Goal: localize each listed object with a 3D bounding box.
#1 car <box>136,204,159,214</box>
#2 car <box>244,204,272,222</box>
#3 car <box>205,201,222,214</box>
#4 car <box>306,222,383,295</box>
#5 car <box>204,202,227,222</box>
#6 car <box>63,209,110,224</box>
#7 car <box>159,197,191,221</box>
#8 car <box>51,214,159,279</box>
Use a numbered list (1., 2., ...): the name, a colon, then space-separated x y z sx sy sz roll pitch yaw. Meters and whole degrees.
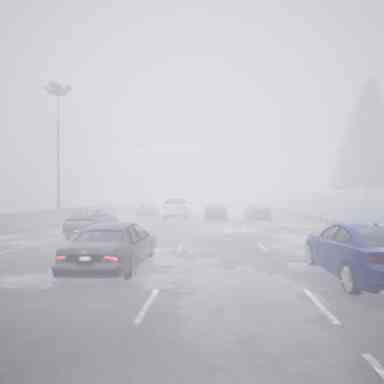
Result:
1. car: -4.647 1.921 35.151 1.994 1.385 4.181 -1 -1 3
2. car: 5.518 1.731 28.073 1.812 1.442 4.674 -1 -1 3
3. car: 2.683 1.917 41.760 1.994 1.385 4.181 -1 0 3
4. car: 4.483 1.519 8.795 1.882 1.535 5.008 0 -1 4
5. car: 2.061 1.723 29.111 1.882 1.535 5.008 -1 0 3
6. car: -5.473 1.707 18.572 2.128 1.511 4.902 -1 -1 3
7. car: -1.364 1.509 30.728 2.150 2.045 5.566 -1 -1 3
8. car: -2.408 1.664 10.471 2.033 1.411 5.357 -1 0 3
